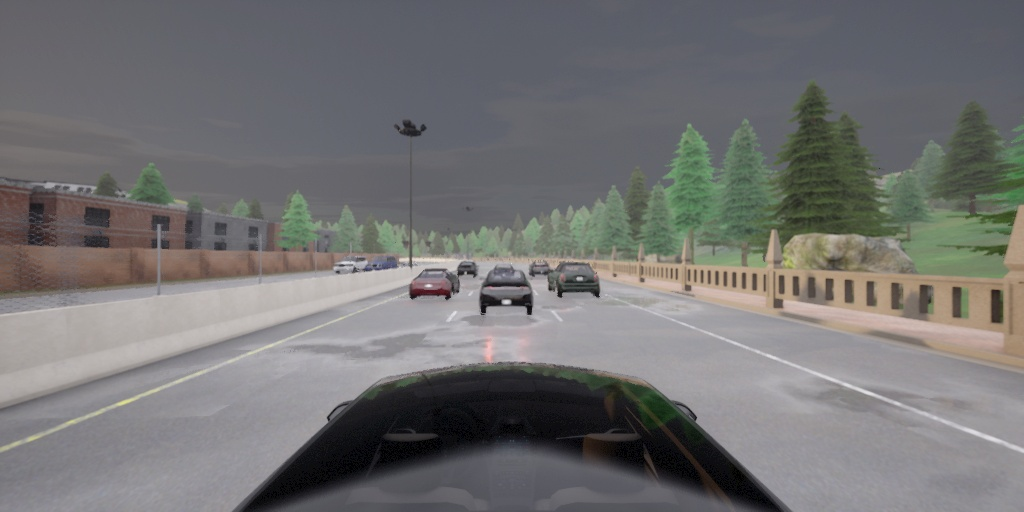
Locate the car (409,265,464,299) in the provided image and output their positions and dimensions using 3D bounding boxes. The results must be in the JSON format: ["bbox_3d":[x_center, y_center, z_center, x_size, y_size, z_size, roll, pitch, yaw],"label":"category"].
[{"bbox_3d":[-3.841,1.332,18.310,1.994,1.385,4.181,0,0,-1],"label":"car"}]

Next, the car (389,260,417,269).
[{"bbox_3d":[-11.624,1.393,39.623,1.895,1.301,4.718,0,0,-2],"label":"car"}]

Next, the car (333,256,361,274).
[{"bbox_3d":[-18.687,1.019,41.889,2.150,2.045,5.566,0,0,-2],"label":"car"}]

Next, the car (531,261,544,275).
[{"bbox_3d":[2.692,1.269,35.278,2.128,1.511,4.902,0,0,-2],"label":"car"}]

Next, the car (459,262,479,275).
[{"bbox_3d":[-4.307,1.287,35.159,1.837,1.490,4.892,0,0,-2],"label":"car"}]

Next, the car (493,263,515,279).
[{"bbox_3d":[-0.768,1.380,33.804,1.895,1.301,4.718,0,0,-1],"label":"car"}]

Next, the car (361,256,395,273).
[{"bbox_3d":[-15.187,1.017,41.908,2.150,2.045,5.566,0,0,-2],"label":"car"}]

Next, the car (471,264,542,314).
[{"bbox_3d":[-0.229,1.254,13.869,2.128,1.511,4.902,0,0,-1],"label":"car"}]

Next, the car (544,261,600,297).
[{"bbox_3d":[3.141,1.115,19.070,2.097,1.767,4.553,0,0,-1],"label":"car"}]
